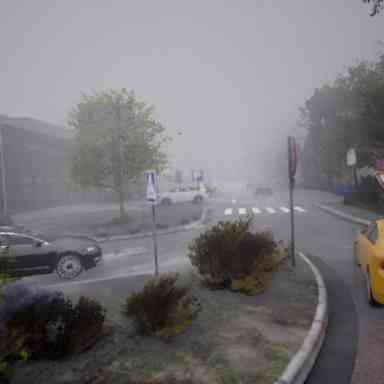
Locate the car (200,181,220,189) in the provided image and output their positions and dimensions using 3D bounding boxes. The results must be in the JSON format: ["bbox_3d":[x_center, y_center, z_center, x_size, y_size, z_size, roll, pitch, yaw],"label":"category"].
[{"bbox_3d":[4.597,-1.737,84.554,4.553,1.767,2.185,-4,2,-13],"label":"car"}]

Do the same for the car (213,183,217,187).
[{"bbox_3d":[0.589,-0.079,48.788,5.008,1.535,2.097,-4,2,-13],"label":"car"}]

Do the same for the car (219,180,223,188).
[{"bbox_3d":[2.617,-1.113,66.681,5.566,2.045,2.435,-4,2,-13],"label":"car"}]

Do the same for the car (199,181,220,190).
[{"bbox_3d":[4.260,-1.614,81.574,4.553,1.767,2.185,-4,2,-13],"label":"car"}]

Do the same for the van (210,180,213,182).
[{"bbox_3d":[0.123,-0.164,45.769,4.442,1.987,1.878,-4,2,-14],"label":"van"}]

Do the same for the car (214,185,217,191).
[{"bbox_3d":[-0.230,0.301,39.888,5.366,1.575,1.946,-4,2,-14],"label":"car"}]

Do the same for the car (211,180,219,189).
[{"bbox_3d":[1.614,-0.600,57.736,4.553,1.767,2.185,-4,2,-13],"label":"car"}]

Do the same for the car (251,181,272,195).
[{"bbox_3d":[9.932,-0.578,46.901,2.097,1.767,4.553,-2,2,6],"label":"car"}]

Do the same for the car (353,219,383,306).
[{"bbox_3d":[4.757,1.289,7.278,1.882,1.535,5.008,-2,1,23],"label":"car"}]

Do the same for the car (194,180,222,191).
[{"bbox_3d":[3.623,-1.494,75.634,5.566,2.045,2.435,-4,2,-14],"label":"car"}]

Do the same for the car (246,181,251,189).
[{"bbox_3d":[12.228,-1.508,68.351,2.097,1.767,4.553,-2,2,6],"label":"car"}]

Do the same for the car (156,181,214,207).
[{"bbox_3d":[-1.099,0.332,33.849,5.566,2.045,2.435,-4,2,-14],"label":"car"}]

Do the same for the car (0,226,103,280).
[{"bbox_3d":[-5.093,1.733,9.414,4.902,1.511,2.128,-3,2,-21],"label":"car"}]

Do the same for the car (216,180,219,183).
[{"bbox_3d":[1.952,-0.730,60.715,4.553,1.767,2.185,-4,2,-13],"label":"car"}]

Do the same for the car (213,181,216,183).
[{"bbox_3d":[0.876,-0.333,51.770,4.553,1.767,2.185,-4,2,-14],"label":"car"}]
